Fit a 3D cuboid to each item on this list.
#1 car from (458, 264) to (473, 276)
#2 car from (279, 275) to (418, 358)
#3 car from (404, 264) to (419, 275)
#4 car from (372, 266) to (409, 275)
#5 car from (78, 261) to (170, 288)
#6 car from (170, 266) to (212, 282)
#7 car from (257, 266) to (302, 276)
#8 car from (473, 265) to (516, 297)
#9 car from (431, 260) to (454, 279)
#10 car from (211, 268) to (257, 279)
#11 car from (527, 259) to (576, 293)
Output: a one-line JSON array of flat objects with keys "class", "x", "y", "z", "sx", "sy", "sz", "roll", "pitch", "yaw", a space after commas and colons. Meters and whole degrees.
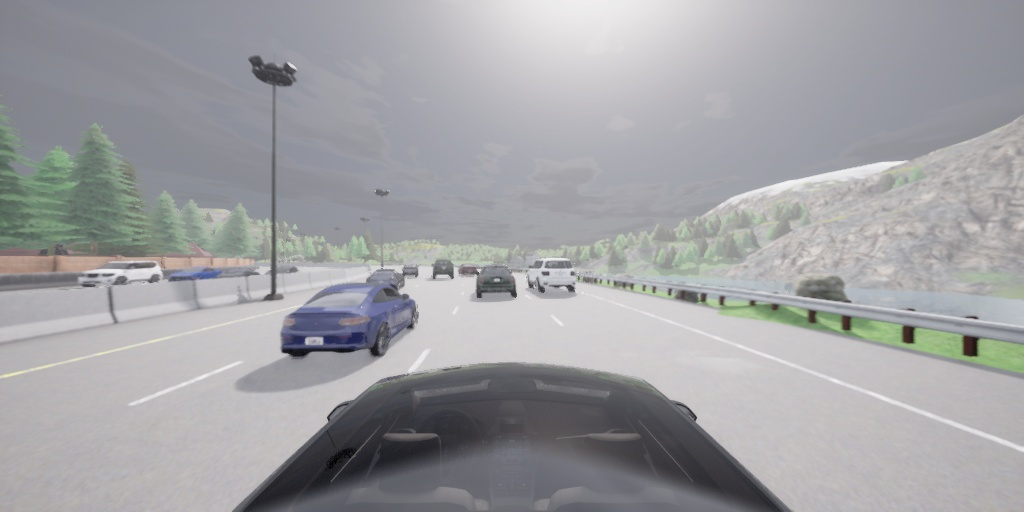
[{"class": "car", "x": -5.844, "y": 1.725, "z": 46.343, "sx": 1.882, "sy": 1.535, "sz": 5.008, "roll": 0, "pitch": -1, "yaw": -16}, {"class": "car", "x": -3.611, "y": 1.366, "z": 8.671, "sx": 1.812, "sy": 1.442, "sz": 4.674, "roll": 0, "pitch": 0, "yaw": -2}, {"class": "car", "x": -12.291, "y": 1.737, "z": 43.147, "sx": 2.128, "sy": 1.511, "sz": 4.902, "roll": 0, "pitch": -1, "yaw": -15}, {"class": "car", "x": -8.490, "y": 1.592, "z": 24.220, "sx": 1.994, "sy": 1.385, "sz": 4.181, "roll": 0, "pitch": -1, "yaw": -8}, {"class": "car", "x": -30.718, "y": 1.400, "z": 28.458, "sx": 2.150, "sy": 2.045, "sz": 5.566, "roll": 0, "pitch": -1, "yaw": -11}, {"class": "car", "x": -27.826, "y": 1.677, "z": 31.738, "sx": 1.882, "sy": 1.535, "sz": 5.008, "roll": 0, "pitch": -1, "yaw": -12}, {"class": "car", "x": -20.926, "y": 1.684, "z": 32.900, "sx": 1.837, "sy": 1.490, "sz": 4.892, "roll": 0, "pitch": -1, "yaw": -12}, {"class": "car", "x": -1.014, "y": 1.305, "z": 20.610, "sx": 2.097, "sy": 1.767, "sz": 4.553, "roll": 0, "pitch": -1, "yaw": -6}, {"class": "car", "x": -7.739, "y": 1.412, "z": 39.915, "sx": 2.150, "sy": 2.045, "sz": 5.566, "roll": 0, "pitch": -1, "yaw": -14}, {"class": "car", "x": -24.355, "y": 1.752, "z": 32.184, "sx": 1.994, "sy": 1.385, "sz": 4.181, "roll": 0, "pitch": -1, "yaw": -12}, {"class": "car", "x": 2.401, "y": 1.184, "z": 22.952, "sx": 2.150, "sy": 2.045, "sz": 5.566, "roll": 0, "pitch": 0, "yaw": -7}]
